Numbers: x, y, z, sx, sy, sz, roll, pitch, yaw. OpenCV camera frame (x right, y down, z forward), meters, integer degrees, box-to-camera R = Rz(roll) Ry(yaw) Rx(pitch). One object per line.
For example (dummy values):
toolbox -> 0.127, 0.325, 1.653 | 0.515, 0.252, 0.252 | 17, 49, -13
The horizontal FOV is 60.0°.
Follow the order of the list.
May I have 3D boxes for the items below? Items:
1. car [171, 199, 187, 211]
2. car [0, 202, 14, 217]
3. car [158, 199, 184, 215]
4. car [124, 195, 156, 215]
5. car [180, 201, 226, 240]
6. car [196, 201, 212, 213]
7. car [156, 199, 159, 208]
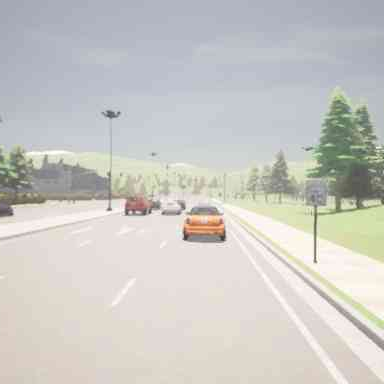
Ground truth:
car -> -1.832, 1.789, 48.507 | 1.882, 1.535, 5.008 | 1, 0, 2
car -> -17.614, 1.552, 29.291 | 1.994, 1.385, 4.181 | 1, 0, 3
car -> -2.203, 1.752, 36.771 | 1.812, 1.442, 4.674 | 1, 0, 3
car -> -5.739, 1.400, 35.982 | 2.150, 2.045, 5.566 | 1, 0, 3
car -> 0.674, 1.484, 18.030 | 2.097, 1.767, 4.553 | 1, 0, 2
car -> 1.581, 1.919, 43.389 | 1.895, 1.301, 4.718 | 1, 0, 2
car -> -5.356, 1.757, 47.910 | 2.128, 1.511, 4.902 | 1, 0, 2
